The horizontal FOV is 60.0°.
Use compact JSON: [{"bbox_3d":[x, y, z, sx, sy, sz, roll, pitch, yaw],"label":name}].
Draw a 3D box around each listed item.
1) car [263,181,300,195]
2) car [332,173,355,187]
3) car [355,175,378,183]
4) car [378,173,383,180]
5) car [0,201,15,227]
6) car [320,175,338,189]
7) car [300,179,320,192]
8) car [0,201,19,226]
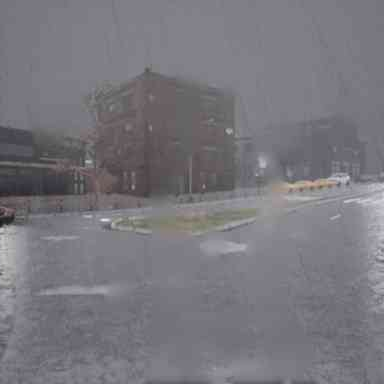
[{"bbox_3d":[11.157,-0.507,42.478,5.366,1.575,1.946,-5,4,-42],"label":"car"},{"bbox_3d":[23.556,-1.935,53.811,5.566,2.045,2.435,-5,4,-42],"label":"car"},{"bbox_3d":[31.692,-2.426,61.273,4.792,1.488,2.163,-5,4,-42],"label":"car"},{"bbox_3d":[39.850,-3.229,68.738,4.892,1.521,2.231,-5,4,-42],"label":"car"},{"bbox_3d":[-11.718,0.994,16.385,5.566,2.045,2.150,0,0,25],"label":"car"},{"bbox_3d":[19.292,-1.281,49.914,5.366,1.575,1.946,-5,4,-42],"label":"car"},{"bbox_3d":[15.227,-0.895,46.192,5.366,1.575,1.946,-5,4,-42],"label":"car"},{"bbox_3d":[-12.876,1.279,20.002,4.181,1.385,1.994,0,1,17],"label":"car"}]
